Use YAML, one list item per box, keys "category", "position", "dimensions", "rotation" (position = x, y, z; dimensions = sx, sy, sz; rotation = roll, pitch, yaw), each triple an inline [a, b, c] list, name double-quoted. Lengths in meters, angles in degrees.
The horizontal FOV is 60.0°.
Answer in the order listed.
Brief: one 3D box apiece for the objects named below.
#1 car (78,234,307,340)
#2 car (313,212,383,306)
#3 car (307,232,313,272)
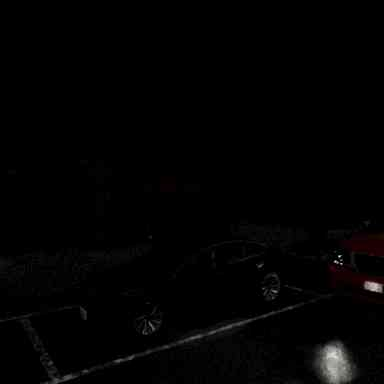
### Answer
- category: "car"
  position: [0.043, 1.566, 6.563]
  dimensions: [4.313, 1.339, 1.947]
  rotation: [0, 0, -35]
- category: "car"
  position: [5.266, 1.221, 7.126]
  dimensions: [5.566, 2.045, 2.150]
  rotation: [0, 0, -35]
- category: "car"
  position: [4.526, 1.582, 9.752]
  dimensions: [4.206, 1.307, 1.802]
  rotation: [0, 0, -35]
